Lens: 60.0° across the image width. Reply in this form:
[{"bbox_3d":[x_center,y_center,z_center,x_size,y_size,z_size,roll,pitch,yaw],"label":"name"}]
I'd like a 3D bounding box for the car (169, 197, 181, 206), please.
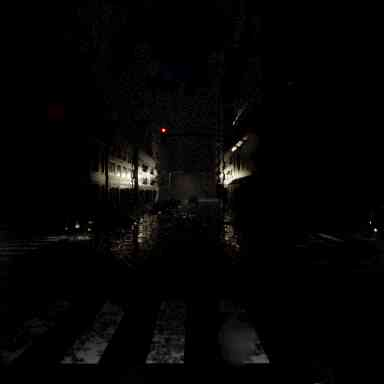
[{"bbox_3d":[-2.894,1.643,58.526,1.895,1.301,4.718,0,0,0],"label":"car"}]

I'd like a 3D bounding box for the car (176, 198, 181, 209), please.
[{"bbox_3d":[-2.976,1.587,46.224,1.994,1.385,4.181,0,0,0],"label":"car"}]

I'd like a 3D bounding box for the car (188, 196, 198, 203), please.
[{"bbox_3d":[0.215,1.546,71.124,1.882,1.535,5.008,0,0,0],"label":"car"}]

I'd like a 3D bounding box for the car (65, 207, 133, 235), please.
[{"bbox_3d":[-5.136,1.573,18.865,1.994,1.385,4.181,0,0,21],"label":"car"}]

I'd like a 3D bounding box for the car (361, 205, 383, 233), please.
[{"bbox_3d":[11.351,1.383,15.760,5.357,1.411,2.033,-1,0,0],"label":"car"}]

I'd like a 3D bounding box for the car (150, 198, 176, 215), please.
[{"bbox_3d":[-3.033,1.556,33.798,2.033,1.411,5.357,0,0,0],"label":"car"}]
